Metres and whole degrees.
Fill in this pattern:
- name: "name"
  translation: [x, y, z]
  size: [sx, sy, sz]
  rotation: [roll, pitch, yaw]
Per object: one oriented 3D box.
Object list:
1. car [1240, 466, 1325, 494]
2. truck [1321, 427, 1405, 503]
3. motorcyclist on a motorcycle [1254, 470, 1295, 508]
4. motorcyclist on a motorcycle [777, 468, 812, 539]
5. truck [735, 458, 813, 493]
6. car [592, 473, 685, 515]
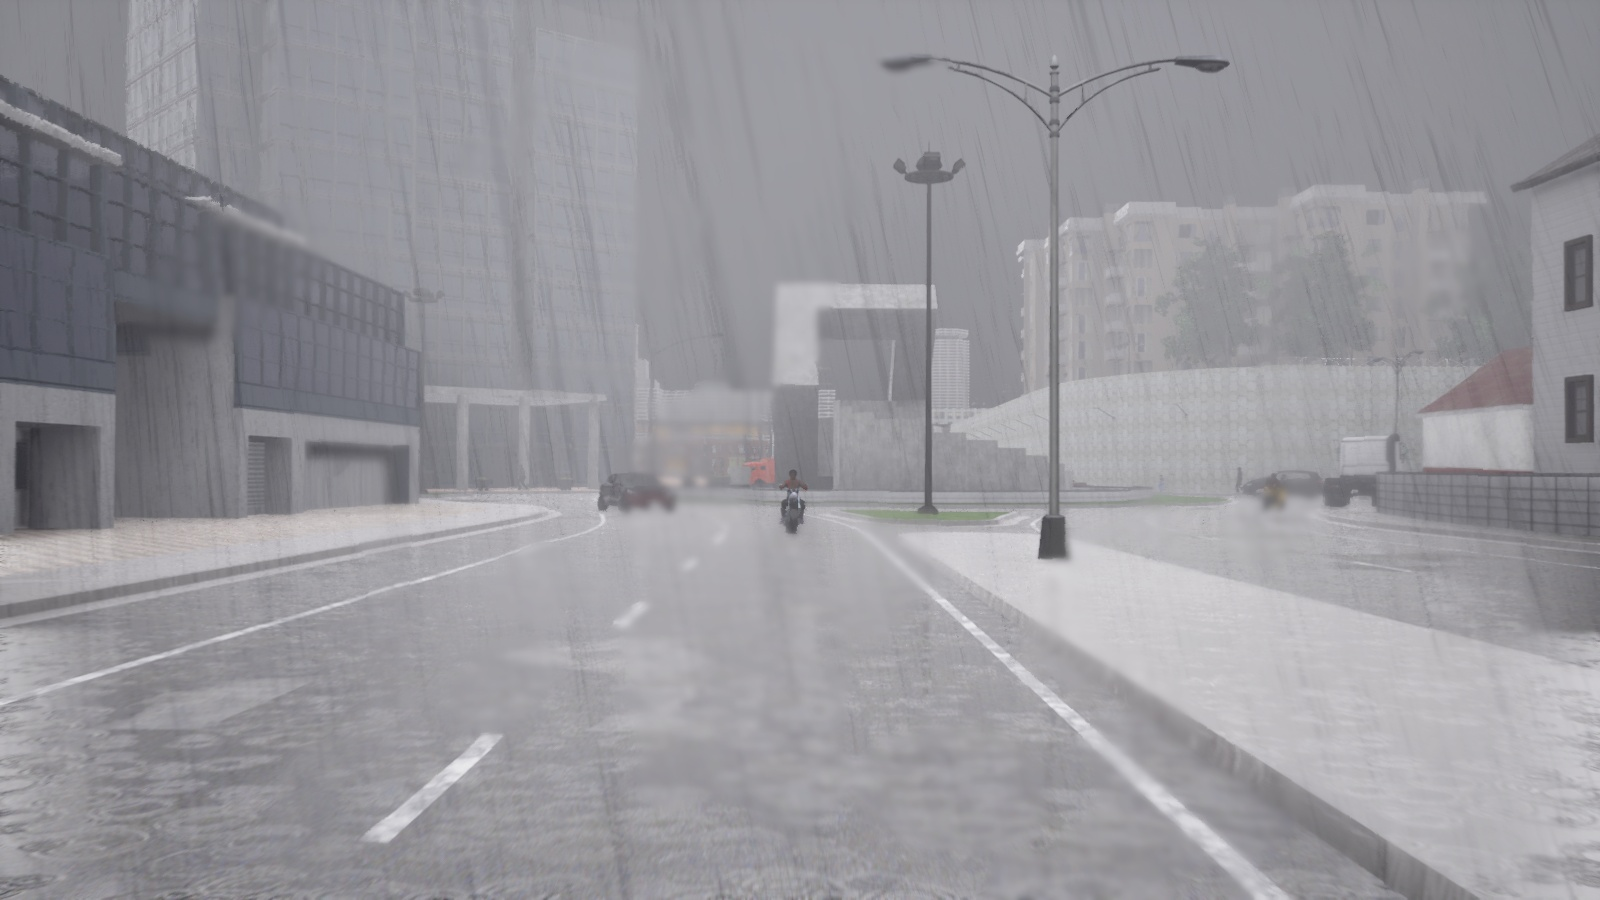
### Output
- name: "car"
  translation: [29.360, 1.823, 76.535]
  size: [4.611, 1.667, 2.242]
  rotation: [-1, -1, 16]
- name: "truck"
  translation: [27.362, 0.741, 60.817]
  size: [2.891, 3.462, 7.936]
  rotation: [-1, -1, 30]
- name: "motorcyclist on a motorcycle"
  translation: [19.286, 1.574, 51.018]
  size: [0.797, 1.523, 2.044]
  rotation: [-1, -1, 45]
- name: "motorcyclist on a motorcycle"
  translation: [-0.147, 1.283, 30.882]
  size: [0.766, 1.649, 2.350]
  rotation: [0, -1, -2]
- name: "truck"
  translation: [-1.909, 1.882, 92.379]
  size: [5.204, 2.467, 2.627]
  rotation: [0, -1, -18]
- name: "car"
  translation: [-6.151, 1.632, 47.337]
  size: [2.163, 1.488, 4.792]
  rotation: [0, -1, -24]
